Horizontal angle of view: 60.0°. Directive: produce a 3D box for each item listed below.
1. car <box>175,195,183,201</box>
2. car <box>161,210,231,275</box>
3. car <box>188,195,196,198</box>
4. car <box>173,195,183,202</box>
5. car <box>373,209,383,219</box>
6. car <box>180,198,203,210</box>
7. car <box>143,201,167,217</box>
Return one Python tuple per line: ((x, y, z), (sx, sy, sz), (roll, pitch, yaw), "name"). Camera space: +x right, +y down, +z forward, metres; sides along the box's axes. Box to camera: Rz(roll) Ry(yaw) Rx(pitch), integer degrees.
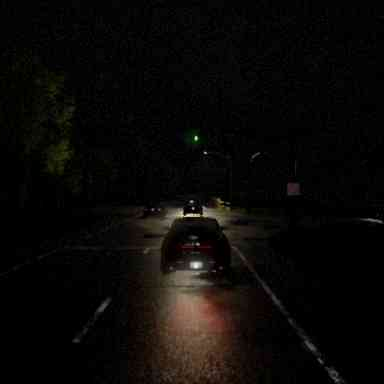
((-3.488, 1.600, 90.616), (1.837, 1.490, 4.892), (0, 0, 0), "car")
((0.102, 1.520, 10.452), (1.837, 1.490, 4.892), (0, 0, 0), "car")
((0.011, 1.573, 85.528), (1.882, 1.535, 5.008), (0, 0, 0), "car")
((-3.489, 1.616, 80.801), (2.128, 1.511, 4.902), (0, 0, 0), "car")
((18.882, 1.861, 30.239), (4.181, 1.385, 1.994), (1, -1, 0), "car")
((0.105, 1.610, 34.984), (1.994, 1.385, 4.181), (0, 0, 0), "car")
((-3.395, 1.589, 31.379), (2.033, 1.411, 5.357), (0, 0, 0), "car")
